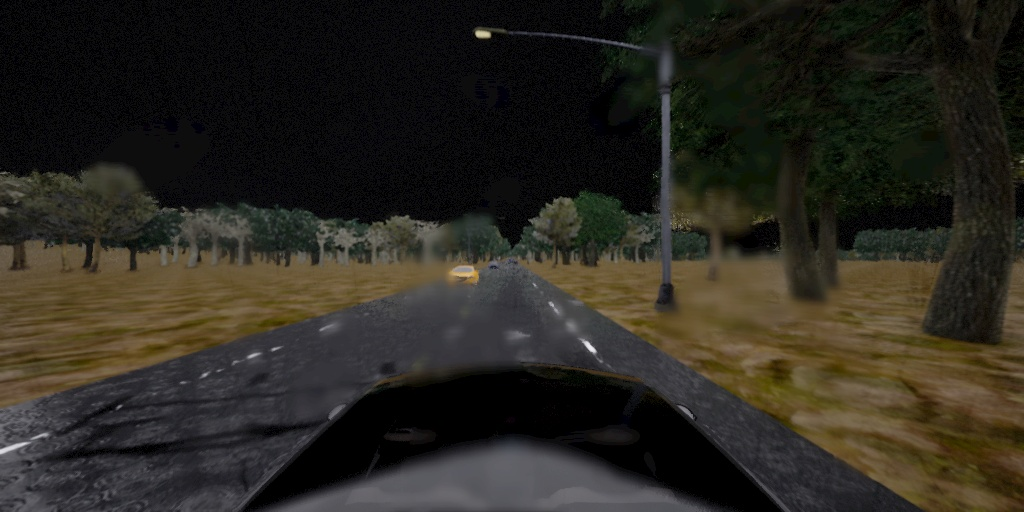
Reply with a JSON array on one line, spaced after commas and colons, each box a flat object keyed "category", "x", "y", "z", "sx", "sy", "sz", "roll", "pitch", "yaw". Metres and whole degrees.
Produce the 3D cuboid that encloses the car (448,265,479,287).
[{"category": "car", "x": -3.586, "y": 1.461, "z": 27.315, "sx": 1.882, "sy": 1.535, "sz": 5.008, "roll": 0, "pitch": -1, "yaw": 0}]
